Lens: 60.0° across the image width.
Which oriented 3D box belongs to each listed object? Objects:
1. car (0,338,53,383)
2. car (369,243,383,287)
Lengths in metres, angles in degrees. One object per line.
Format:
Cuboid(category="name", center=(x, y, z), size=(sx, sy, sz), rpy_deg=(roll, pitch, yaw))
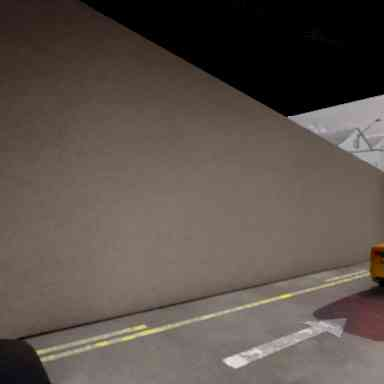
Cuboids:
Cuboid(category="car", center=(-3.363, 1.526, 1.382), size=(5.357, 1.411, 2.033), rpy_deg=(1, 0, -35))
Cuboid(category="car", center=(6.427, 1.582, 8.339), size=(5.008, 1.535, 1.882), rpy_deg=(1, 0, -35))
